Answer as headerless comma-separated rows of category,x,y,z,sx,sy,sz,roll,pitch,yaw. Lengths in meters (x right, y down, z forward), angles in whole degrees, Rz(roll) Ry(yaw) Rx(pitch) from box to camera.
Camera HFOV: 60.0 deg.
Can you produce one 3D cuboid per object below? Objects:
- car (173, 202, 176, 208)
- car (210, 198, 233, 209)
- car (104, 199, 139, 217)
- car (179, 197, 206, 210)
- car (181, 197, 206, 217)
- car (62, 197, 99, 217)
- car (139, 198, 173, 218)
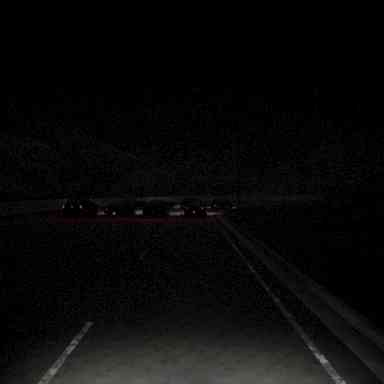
car,-3.836,1.595,44.679,1.895,1.301,4.718,0,0,22
car,3.971,1.520,45.077,1.812,1.442,4.674,0,0,26
car,-6.645,1.597,31.280,1.895,1.301,4.718,0,0,4
car,0.088,1.499,44.938,1.837,1.490,4.892,0,0,23
car,0.329,1.522,30.760,1.812,1.442,4.674,0,0,4
car,-10.364,1.348,31.261,2.097,1.767,4.553,0,0,4
car,-3.199,1.474,30.518,1.882,1.535,5.008,0,0,4
